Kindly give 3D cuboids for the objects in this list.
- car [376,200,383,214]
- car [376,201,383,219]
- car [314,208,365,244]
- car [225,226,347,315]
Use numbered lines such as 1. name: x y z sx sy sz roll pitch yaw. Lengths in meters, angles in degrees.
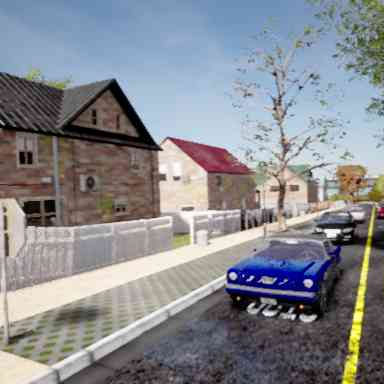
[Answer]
1. car: 25.622 1.940 44.100 2.097 1.767 4.553 -2 -2 29
2. car: 20.159 1.790 34.129 2.097 1.767 4.553 -2 -2 29
3. car: 7.666 1.776 17.545 2.128 1.511 4.902 -2 -2 29
4. car: 2.494 1.765 8.186 1.895 1.301 4.718 -2 -2 29
